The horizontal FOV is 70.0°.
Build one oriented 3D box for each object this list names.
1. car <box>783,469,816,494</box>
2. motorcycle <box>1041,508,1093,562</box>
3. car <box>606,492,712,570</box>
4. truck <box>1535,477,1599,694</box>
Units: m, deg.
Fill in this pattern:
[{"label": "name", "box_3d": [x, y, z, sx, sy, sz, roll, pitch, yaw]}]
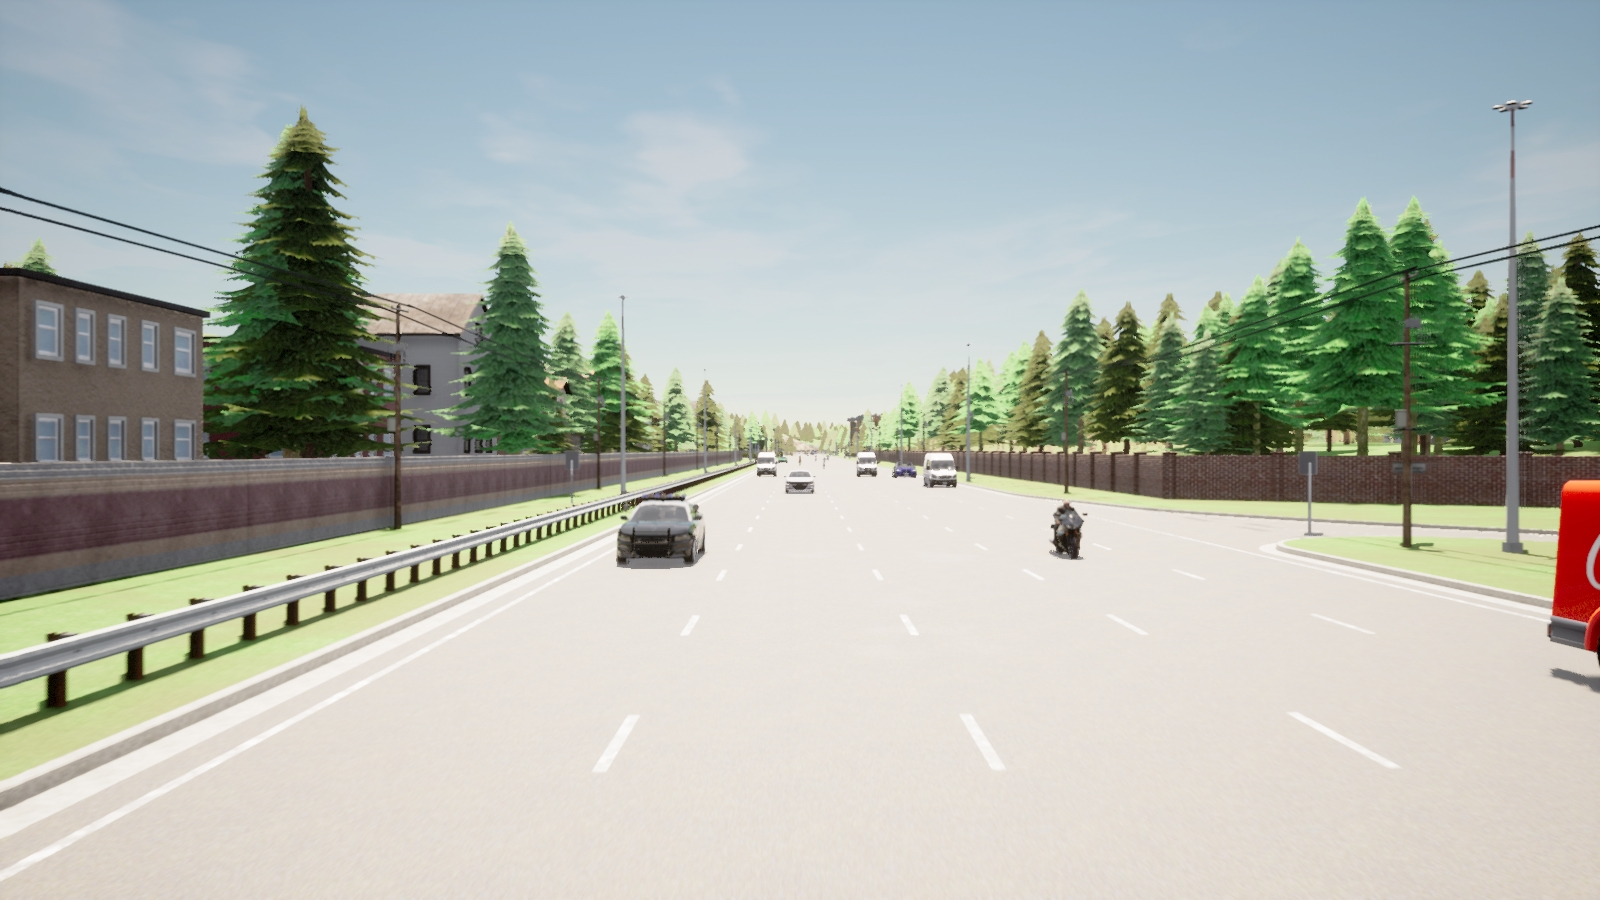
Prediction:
[{"label": "car", "box_3d": [-0.009, 2.034, 74.801, 2.097, 1.535, 5.006, 0, 0, 0]}, {"label": "motorcycle", "box_3d": [6.997, 2.205, 30.031, 0.867, 1.251, 2.209, 0, 0, 0]}, {"label": "car", "box_3d": [-3.504, 1.982, 29.371, 2.097, 1.638, 5.238, 0, 0, 0]}, {"label": "truck", "box_3d": [10.498, 1.568, 11.669, 2.627, 2.467, 5.204, 0, 0, 0]}]
